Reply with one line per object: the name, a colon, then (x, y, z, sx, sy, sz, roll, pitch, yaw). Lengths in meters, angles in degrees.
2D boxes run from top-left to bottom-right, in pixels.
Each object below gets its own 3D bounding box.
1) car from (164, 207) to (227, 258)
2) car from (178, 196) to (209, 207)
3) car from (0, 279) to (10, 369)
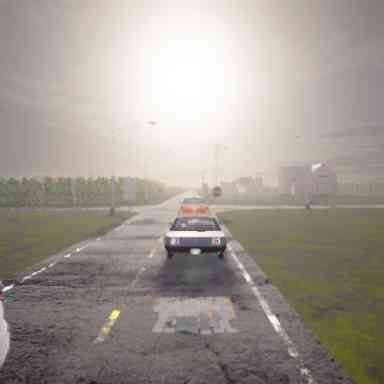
car: (0.116, 1.448, 11.995, 1.895, 1.301, 4.718, 0, 1, 0)
car: (0.136, 1.063, 23.056, 2.097, 1.767, 4.553, 0, 1, 0)
car: (-2.849, 1.207, 0.955, 2.150, 2.045, 5.566, 0, 1, 0)
